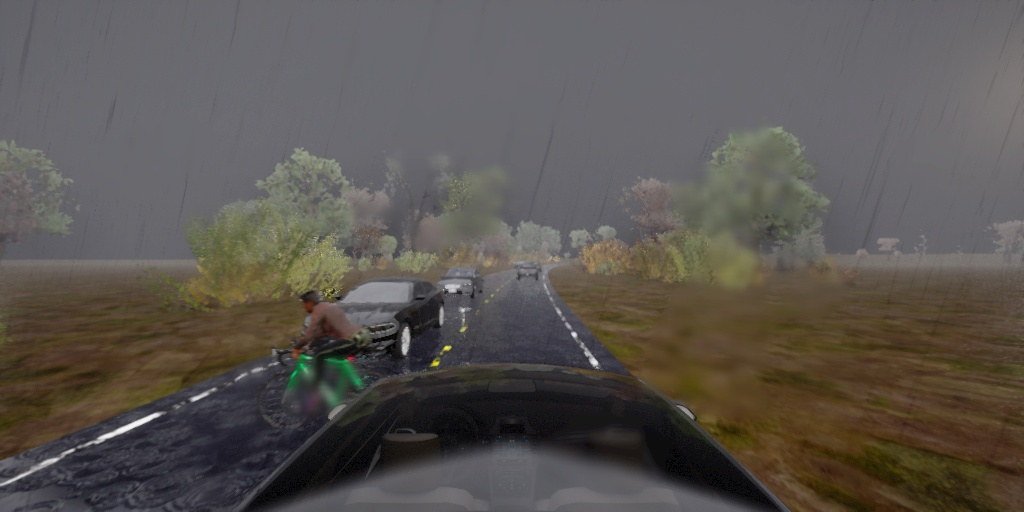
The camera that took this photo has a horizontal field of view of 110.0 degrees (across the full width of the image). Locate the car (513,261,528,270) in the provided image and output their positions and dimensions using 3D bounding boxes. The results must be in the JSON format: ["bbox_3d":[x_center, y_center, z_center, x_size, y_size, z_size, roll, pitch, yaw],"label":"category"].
[{"bbox_3d":[1.467,1.548,60.626,1.882,1.535,5.008,0,0,9],"label":"car"}]

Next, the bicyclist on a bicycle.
[{"bbox_3d":[-2.146,1.216,4.156,1.656,1.620,0.582,-2,0,1],"label":"bicyclist on a bicycle"}]

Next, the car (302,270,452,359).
[{"bbox_3d":[-2.957,1.261,8.716,1.882,1.535,5.008,0,0,2],"label":"car"}]

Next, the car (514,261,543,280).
[{"bbox_3d":[1.541,1.410,33.514,2.128,1.511,4.902,0,0,5],"label":"car"}]

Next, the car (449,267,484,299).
[{"bbox_3d":[-2.588,1.328,18.820,2.128,1.511,4.902,0,0,3],"label":"car"}]
